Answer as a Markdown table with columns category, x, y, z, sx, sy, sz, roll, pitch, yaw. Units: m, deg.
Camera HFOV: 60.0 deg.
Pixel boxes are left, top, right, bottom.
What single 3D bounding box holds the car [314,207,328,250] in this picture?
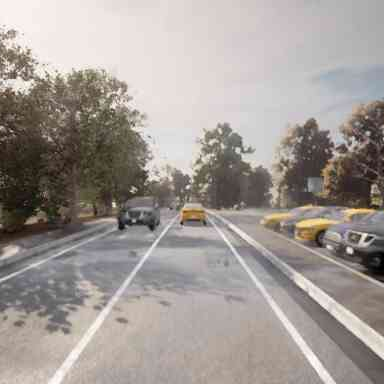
| category | x | y | z | sx | sy | sz | roll | pitch | yaw |
| --- | --- | --- | --- | --- | --- | --- | --- | --- | --- |
| car | 7.114 | 1.370 | 11.833 | 4.553 | 1.767 | 2.185 | 0 | 0 | 0 |

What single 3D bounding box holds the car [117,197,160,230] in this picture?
| category | x | y | z | sx | sy | sz | roll | pitch | yaw |
| --- | --- | --- | --- | --- | --- | --- | --- | --- | --- |
| car | -3.346 | 1.334 | 21.987 | 2.150 | 2.045 | 5.566 | 0 | -1 | 0 |

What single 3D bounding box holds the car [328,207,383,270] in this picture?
| category | x | y | z | sx | sy | sz | roll | pitch | yaw |
| --- | --- | --- | --- | --- | --- | --- | --- | --- | --- |
| car | 7.052 | 1.240 | 9.062 | 5.566 | 2.045 | 2.435 | 0 | 0 | 0 |

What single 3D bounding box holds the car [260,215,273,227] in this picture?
| category | x | y | z | sx | sy | sz | roll | pitch | yaw |
| --- | --- | --- | --- | --- | --- | --- | --- | --- | --- |
| car | 6.903 | 1.544 | 20.151 | 5.366 | 1.575 | 1.946 | 0 | 0 | 0 |

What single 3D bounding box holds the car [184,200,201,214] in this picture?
| category | x | y | z | sx | sy | sz | roll | pitch | yaw |
| --- | --- | --- | --- | --- | --- | --- | --- | --- | --- |
| car | 0.092 | 1.937 | 43.729 | 2.097 | 1.767 | 4.553 | 0 | -2 | 0 |

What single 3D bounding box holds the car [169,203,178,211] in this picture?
| category | x | y | z | sx | sy | sz | roll | pitch | yaw |
| --- | --- | --- | --- | --- | --- | --- | --- | --- | --- |
| car | -3.270 | 2.768 | 62.770 | 2.128 | 1.511 | 4.902 | 0 | -2 | 1 |

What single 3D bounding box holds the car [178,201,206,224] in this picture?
| category | x | y | z | sx | sy | sz | roll | pitch | yaw |
| --- | --- | --- | --- | --- | --- | --- | --- | --- | --- |
| car | 0.102 | 1.656 | 26.363 | 1.882 | 1.535 | 5.008 | 0 | -1 | 0 |

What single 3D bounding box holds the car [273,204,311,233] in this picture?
| category | x | y | z | sx | sy | sz | roll | pitch | yaw |
| --- | --- | --- | --- | --- | --- | --- | --- | --- | --- |
| car | 7.092 | 1.523 | 17.382 | 4.892 | 1.521 | 2.231 | 0 | 0 | 0 |

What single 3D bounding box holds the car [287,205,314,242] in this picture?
| category | x | y | z | sx | sy | sz | roll | pitch | yaw |
| --- | --- | --- | --- | --- | --- | --- | --- | --- | --- |
| car | 7.091 | 1.505 | 14.610 | 5.008 | 1.535 | 2.097 | 0 | 0 | 0 |
